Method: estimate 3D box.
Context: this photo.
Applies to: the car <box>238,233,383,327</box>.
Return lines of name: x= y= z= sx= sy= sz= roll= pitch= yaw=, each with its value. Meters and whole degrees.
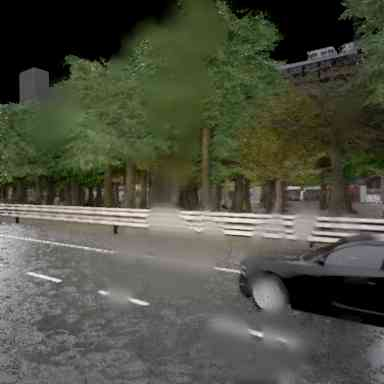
car: x=3.227 y=1.478 z=5.867 sx=5.008 sy=1.535 sz=1.882 roll=0 pitch=0 yaw=36
